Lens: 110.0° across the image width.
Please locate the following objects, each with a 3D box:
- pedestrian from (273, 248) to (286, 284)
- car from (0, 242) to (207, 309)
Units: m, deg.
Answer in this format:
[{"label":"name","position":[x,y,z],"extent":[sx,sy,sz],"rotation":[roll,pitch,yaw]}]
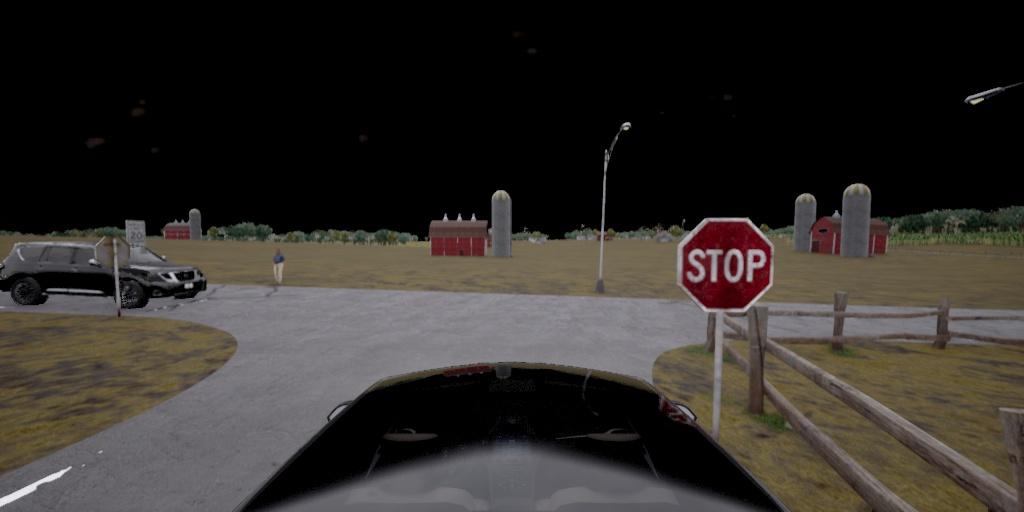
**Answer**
[{"label":"pedestrian","position":[-11.996,0.482,18.367],"extent":[0.375,1.860,0.375],"rotation":[0,1,0]},{"label":"car","position":[-13.965,0.580,12.427],"extent":[5.566,2.045,2.150],"rotation":[2,3,0]}]
